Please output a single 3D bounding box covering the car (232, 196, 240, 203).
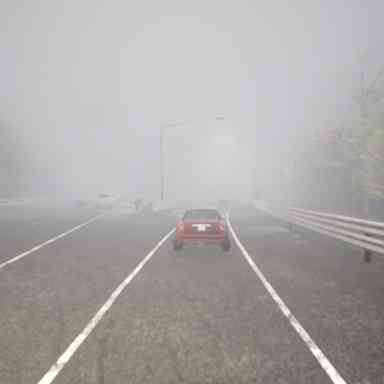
[{"bbox_3d":[9.975,1.647,78.628,2.097,1.767,4.553,0,0,15],"label":"car"}]

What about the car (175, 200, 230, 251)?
[{"bbox_3d":[0.458,1.404,14.607,2.097,1.767,4.553,0,0,3],"label":"car"}]

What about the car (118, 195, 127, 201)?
[{"bbox_3d":[-16.491,1.470,78.911,2.128,1.511,4.902,0,0,-7],"label":"car"}]

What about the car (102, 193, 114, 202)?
[{"bbox_3d":[-20.130,1.173,79.747,2.150,2.045,5.566,0,0,-7],"label":"car"}]

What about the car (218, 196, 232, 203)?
[{"bbox_3d":[5.252,1.730,56.591,1.837,1.490,4.892,0,-1,10],"label":"car"}]

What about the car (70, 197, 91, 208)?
[{"bbox_3d":[-15.999,1.500,48.753,1.812,1.442,4.674,0,0,-7],"label":"car"}]

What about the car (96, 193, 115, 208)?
[{"bbox_3d":[-12.273,1.190,47.228,2.150,2.045,5.566,0,0,-7],"label":"car"}]
